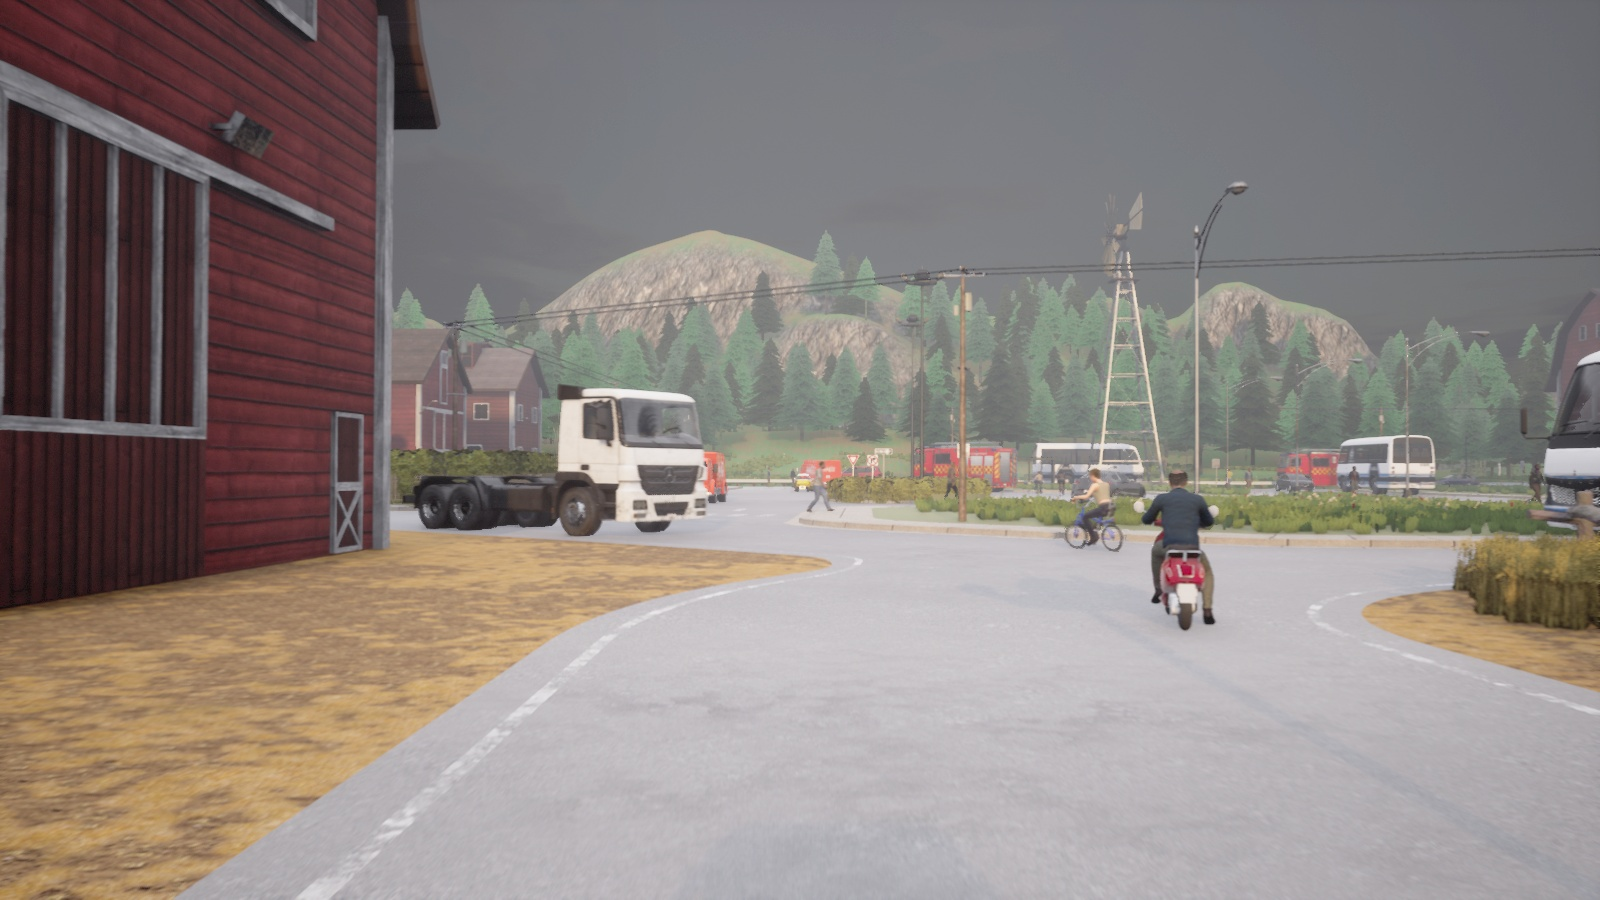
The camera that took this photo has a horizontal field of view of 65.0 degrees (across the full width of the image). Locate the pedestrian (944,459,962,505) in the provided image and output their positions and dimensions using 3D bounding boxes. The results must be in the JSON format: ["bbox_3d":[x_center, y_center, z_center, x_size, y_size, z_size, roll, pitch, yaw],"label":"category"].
[{"bbox_3d":[6.118,1.287,50.267,0.634,1.846,0.331,0,-1,-29],"label":"pedestrian"}]

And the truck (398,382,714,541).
[{"bbox_3d":[-6.100,0.303,30.692,7.936,3.462,2.891,-1,-1,35],"label":"truck"}]

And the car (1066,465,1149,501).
[{"bbox_3d":[14.890,1.548,60.572,2.152,1.651,5.027,-1,-1,36],"label":"car"}]

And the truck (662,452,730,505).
[{"bbox_3d":[-4.980,1.368,60.935,2.627,2.467,5.204,0,-1,3],"label":"truck"}]

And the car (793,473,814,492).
[{"bbox_3d":[0.257,2.445,94.148,1.481,1.376,2.207,0,-1,3],"label":"car"}]

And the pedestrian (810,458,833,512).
[{"bbox_3d":[0.732,1.184,42.823,0.706,1.836,0.354,0,-1,14],"label":"pedestrian"}]

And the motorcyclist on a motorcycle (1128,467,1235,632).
[{"bbox_3d":[3.926,0.971,13.059,0.866,1.590,1.817,0,-1,11],"label":"motorcyclist on a motorcycle"}]

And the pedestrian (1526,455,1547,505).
[{"bbox_3d":[29.191,1.187,49.788,0.395,1.930,0.692,0,-1,-4],"label":"pedestrian"}]

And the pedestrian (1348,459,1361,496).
[{"bbox_3d":[29.642,1.476,67.169,0.402,1.930,0.666,0,-1,0],"label":"pedestrian"}]

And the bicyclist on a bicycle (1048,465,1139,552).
[{"bbox_3d":[5.738,1.122,24.606,0.866,1.612,1.509,-3,1,-33],"label":"bicyclist on a bicycle"}]

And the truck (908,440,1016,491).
[{"bbox_3d":[12.473,1.232,97.467,2.891,3.827,8.468,1,-1,-43],"label":"truck"}]

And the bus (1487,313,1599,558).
[{"bbox_3d":[19.067,-0.247,23.370,10.273,4.253,3.944,0,-1,4],"label":"bus"}]
